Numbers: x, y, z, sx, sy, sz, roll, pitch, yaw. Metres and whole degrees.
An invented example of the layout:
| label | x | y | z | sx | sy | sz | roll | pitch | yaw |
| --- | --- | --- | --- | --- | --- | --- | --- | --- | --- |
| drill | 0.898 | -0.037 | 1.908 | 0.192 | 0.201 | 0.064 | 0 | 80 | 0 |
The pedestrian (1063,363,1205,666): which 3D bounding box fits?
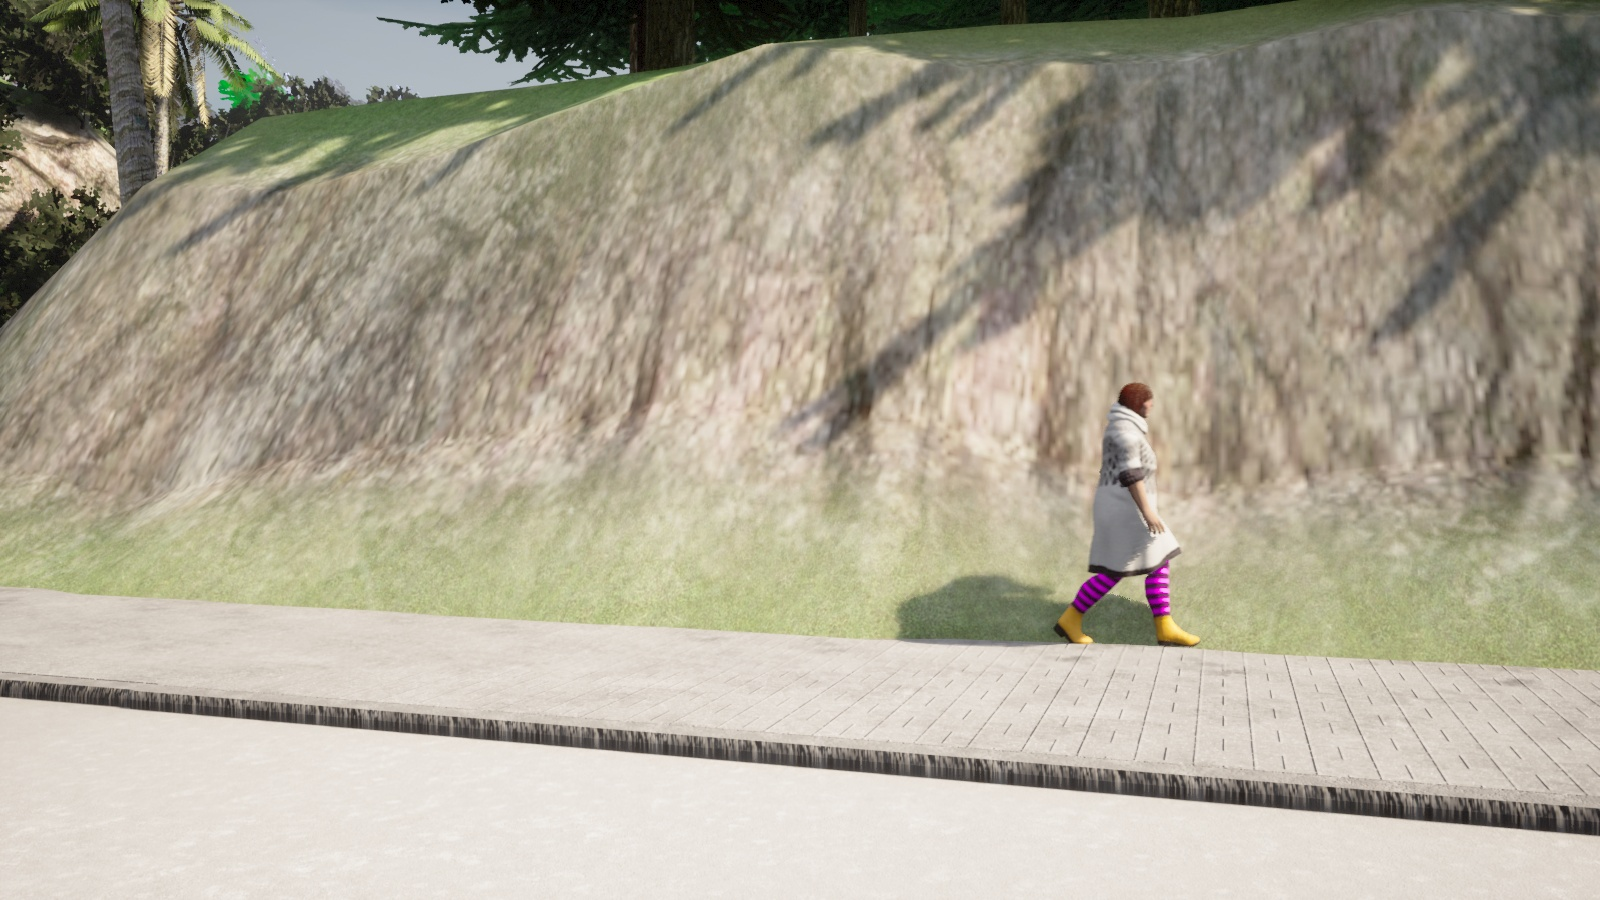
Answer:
| label | x | y | z | sx | sy | sz | roll | pitch | yaw |
| --- | --- | --- | --- | --- | --- | --- | --- | --- | --- |
| pedestrian | 2.275 | 0.409 | 8.515 | 0.873 | 1.952 | 0.659 | 1 | 1 | 19 |
